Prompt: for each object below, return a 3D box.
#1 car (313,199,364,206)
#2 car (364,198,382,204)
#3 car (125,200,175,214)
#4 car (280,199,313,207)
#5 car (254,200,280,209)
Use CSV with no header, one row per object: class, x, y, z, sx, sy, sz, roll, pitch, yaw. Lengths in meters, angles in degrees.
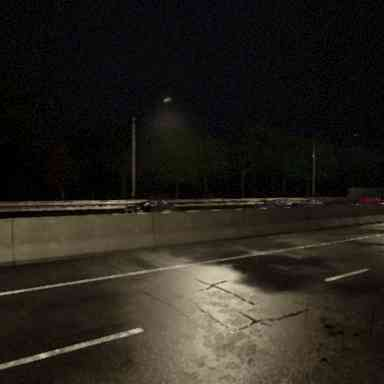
car,13.657,1.528,30.918,4.674,1.442,1.812,0,0,-35
car,29.386,1.623,54.928,4.718,1.301,1.895,0,0,-35
car,-3.908,1.506,31.292,4.892,1.490,1.837,0,0,-35
car,11.638,1.496,33.777,4.902,1.511,2.128,0,0,-35
car,9.192,1.551,36.336,5.357,1.411,2.033,0,0,-35
